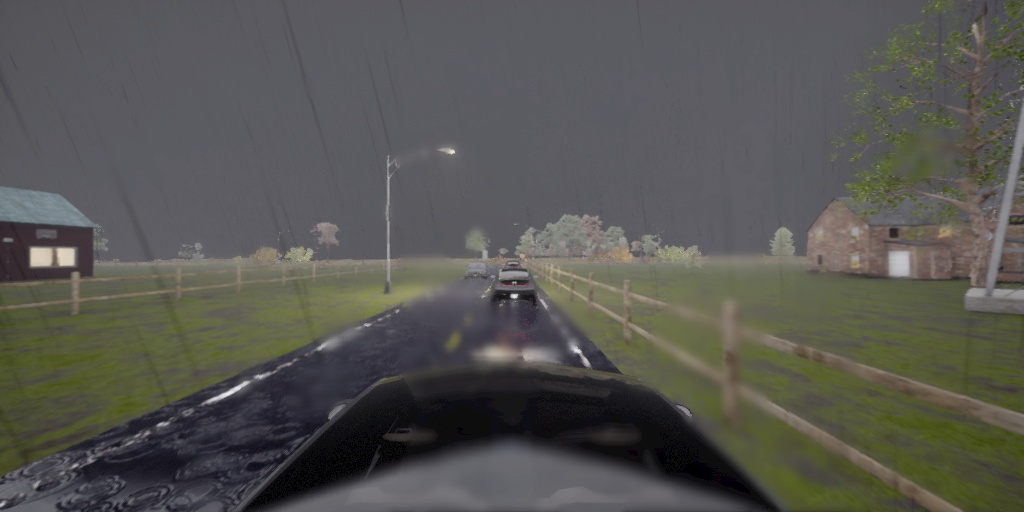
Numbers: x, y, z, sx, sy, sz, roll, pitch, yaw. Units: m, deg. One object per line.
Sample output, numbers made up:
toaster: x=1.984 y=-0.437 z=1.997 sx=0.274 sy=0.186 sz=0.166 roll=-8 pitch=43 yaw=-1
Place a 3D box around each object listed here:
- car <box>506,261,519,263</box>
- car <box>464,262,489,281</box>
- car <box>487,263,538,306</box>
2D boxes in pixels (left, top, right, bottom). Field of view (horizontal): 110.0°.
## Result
car: x=0.103 y=1.240 z=38.184 sx=1.837 sy=1.490 sz=4.892 roll=0 pitch=0 yaw=0
car: x=-2.844 y=1.244 z=30.344 sx=1.837 sy=1.490 sz=4.892 roll=0 pitch=0 yaw=0
car: x=0.102 y=1.251 z=15.763 sx=1.837 sy=1.490 sz=4.892 roll=0 pitch=0 yaw=0
